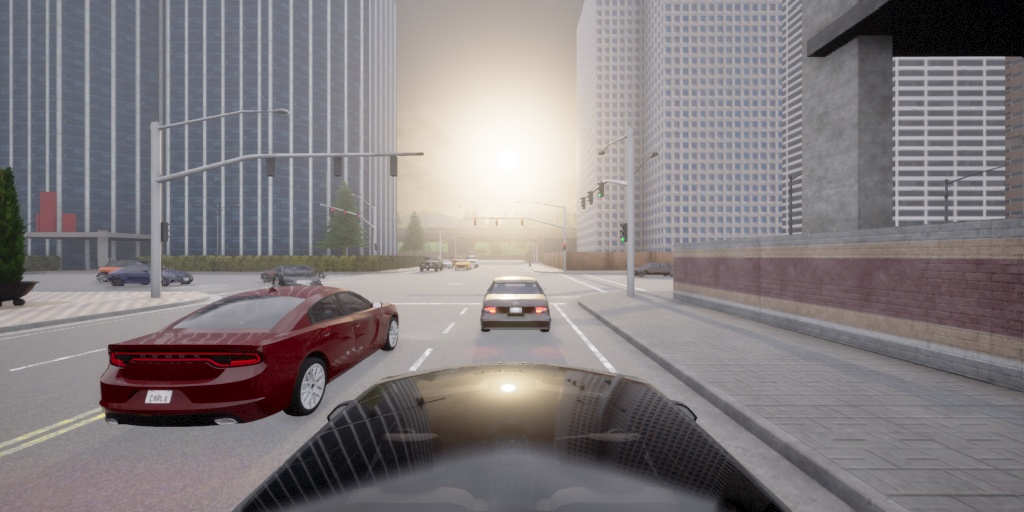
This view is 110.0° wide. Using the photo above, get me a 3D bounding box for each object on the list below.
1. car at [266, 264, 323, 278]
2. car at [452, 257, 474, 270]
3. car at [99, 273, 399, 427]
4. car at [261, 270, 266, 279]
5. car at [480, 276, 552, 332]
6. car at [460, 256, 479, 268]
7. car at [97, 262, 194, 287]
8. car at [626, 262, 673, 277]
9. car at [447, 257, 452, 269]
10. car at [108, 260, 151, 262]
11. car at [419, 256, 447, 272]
[{"bbox_3d":[-11.993,1.243,19.928,2.128,1.511,4.902,1,-1,-39],"label":"car"},{"bbox_3d":[-7.061,1.228,52.003,1.882,1.535,5.008,0,0,0],"label":"car"},{"bbox_3d":[-3.440,1.228,5.988,1.882,1.535,5.008,0,0,0],"label":"car"},{"bbox_3d":[-16.572,1.314,27.268,4.181,1.385,1.994,0,0,-1],"label":"car"},{"bbox_3d":[0.090,1.297,10.801,2.033,1.411,5.357,0,0,0],"label":"car"},{"bbox_3d":[-7.028,0.972,61.844,2.150,2.045,5.566,0,0,0],"label":"car"},{"bbox_3d":[-23.869,1.276,23.700,4.674,1.442,1.812,0,0,0],"label":"car"},{"bbox_3d":[13.914,1.297,34.780,5.357,1.411,2.033,0,0,0],"label":"car"},{"bbox_3d":[-10.549,1.276,56.936,1.812,1.442,4.674,0,0,0],"label":"car"},{"bbox_3d":[-28.269,1.101,27.171,4.553,1.767,2.097,0,0,0],"label":"car"},{"bbox_3d":[-10.568,0.972,47.397,2.150,2.045,5.566,0,0,0],"label":"car"}]
